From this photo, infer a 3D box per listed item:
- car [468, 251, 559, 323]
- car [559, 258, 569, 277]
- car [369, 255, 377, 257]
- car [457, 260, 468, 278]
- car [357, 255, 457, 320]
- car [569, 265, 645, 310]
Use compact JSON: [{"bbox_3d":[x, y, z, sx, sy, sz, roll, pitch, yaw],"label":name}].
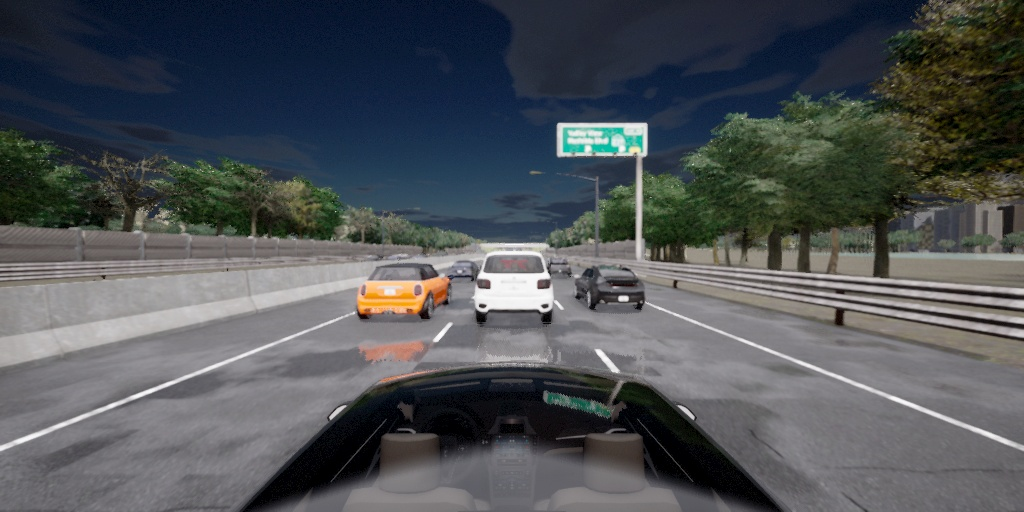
[{"bbox_3d":[0.078,0.859,11.756,2.150,2.045,5.566,0,1,1],"label":"car"},{"bbox_3d":[3.692,0.912,29.566,2.128,1.511,4.902,0,1,1],"label":"car"},{"bbox_3d":[-20.699,0.614,54.290,1.837,1.490,4.892,0,1,1],"label":"car"},{"bbox_3d":[-3.362,1.014,25.810,2.033,1.411,5.357,0,1,1],"label":"car"},{"bbox_3d":[-3.415,0.988,12.233,2.097,1.767,4.553,0,1,1],"label":"car"},{"bbox_3d":[3.603,1.116,13.919,1.837,1.490,4.892,0,0,1],"label":"car"}]
